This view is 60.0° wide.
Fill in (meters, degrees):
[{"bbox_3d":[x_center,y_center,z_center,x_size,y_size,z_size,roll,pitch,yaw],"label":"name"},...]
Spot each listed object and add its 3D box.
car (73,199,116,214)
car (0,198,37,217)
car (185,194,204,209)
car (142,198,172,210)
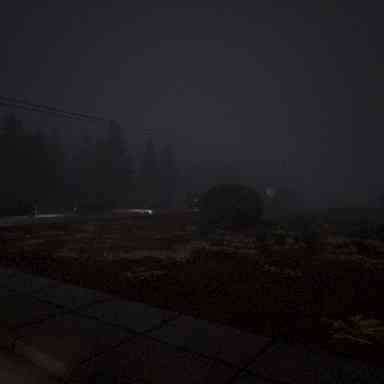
[{"bbox_3d":[-10.581,1.518,36.269,2.128,1.511,4.902,0,0,37],"label":"car"},{"bbox_3d":[-16.029,1.379,28.924,2.097,1.767,4.553,0,0,37],"label":"car"},{"bbox_3d":[1.353,1.248,46.203,2.150,2.045,5.566,0,0,38],"label":"car"},{"bbox_3d":[-4.623,1.552,44.290,1.812,1.442,4.674,0,0,37],"label":"car"}]
